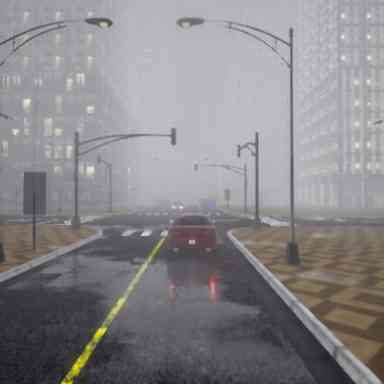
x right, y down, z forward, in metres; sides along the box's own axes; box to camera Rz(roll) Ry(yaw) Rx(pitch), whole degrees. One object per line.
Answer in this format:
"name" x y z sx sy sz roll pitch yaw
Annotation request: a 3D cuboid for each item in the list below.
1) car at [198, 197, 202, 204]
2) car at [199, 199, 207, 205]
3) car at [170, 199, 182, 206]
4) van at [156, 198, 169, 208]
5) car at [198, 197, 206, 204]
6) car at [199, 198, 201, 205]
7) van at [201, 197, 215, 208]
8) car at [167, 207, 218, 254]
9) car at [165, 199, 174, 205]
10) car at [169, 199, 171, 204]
"car" 2.675 2.146 78.985 2.192 1.841 5.009 0 -1 0
"car" 2.694 2.434 84.521 1.887 1.381 4.507 0 -1 0
"car" -3.051 2.341 70.752 1.895 1.301 4.718 0 -1 0
"van" -5.768 1.999 62.399 1.690 1.788 3.998 0 -1 0
"car" 2.716 2.261 90.064 2.192 1.841 5.009 0 -1 0
"car" 2.614 2.145 56.830 1.887 1.381 4.507 0 -1 0
"van" 2.685 1.883 51.294 1.690 1.788 3.998 0 -1 0
"car" 0.023 1.630 14.189 1.882 1.535 5.008 0 0 0
"car" -5.686 2.440 84.552 2.008 1.369 4.403 0 -1 0
"car" -5.707 2.398 79.013 1.947 1.339 4.313 0 -1 0
